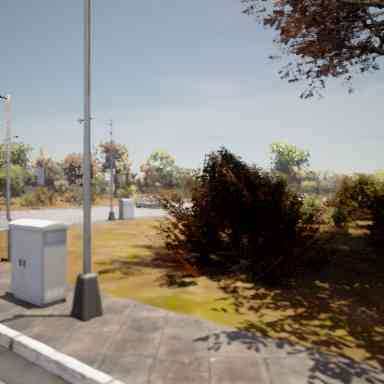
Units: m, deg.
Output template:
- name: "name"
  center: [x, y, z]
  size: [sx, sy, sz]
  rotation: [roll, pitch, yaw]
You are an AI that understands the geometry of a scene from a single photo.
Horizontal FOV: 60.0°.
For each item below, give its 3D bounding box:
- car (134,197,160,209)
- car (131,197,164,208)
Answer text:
- name: "car"
  center: [-5.480, 1.576, 44.986]
  size: [1.895, 1.301, 4.718]
  rotation: [0, 0, 33]
- name: "car"
  center: [-6.563, 1.520, 49.789]
  size: [2.033, 1.411, 5.357]
  rotation: [0, 0, 33]
